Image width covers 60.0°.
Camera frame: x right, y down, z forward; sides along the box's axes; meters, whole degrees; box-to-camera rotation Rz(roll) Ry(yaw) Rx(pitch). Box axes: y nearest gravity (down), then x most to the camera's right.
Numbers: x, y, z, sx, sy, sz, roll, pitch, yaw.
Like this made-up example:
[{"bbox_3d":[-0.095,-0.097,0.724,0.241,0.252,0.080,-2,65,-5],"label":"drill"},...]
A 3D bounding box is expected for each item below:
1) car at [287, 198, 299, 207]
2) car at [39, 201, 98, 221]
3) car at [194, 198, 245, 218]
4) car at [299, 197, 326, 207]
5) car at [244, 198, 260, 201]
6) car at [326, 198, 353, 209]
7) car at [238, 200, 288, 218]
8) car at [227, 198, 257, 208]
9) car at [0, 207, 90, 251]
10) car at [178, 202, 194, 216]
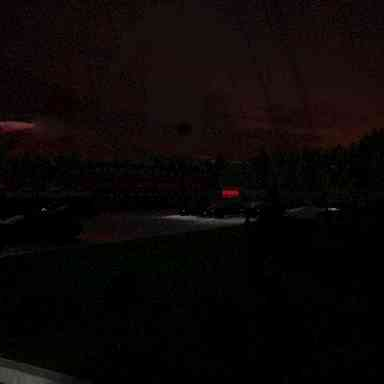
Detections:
[{"bbox_3d":[15.293,1.579,50.097,2.033,1.411,5.357,-1,0,42],"label":"car"},{"bbox_3d":[-10.032,1.709,27.345,1.812,1.442,4.674,-1,0,42],"label":"car"},{"bbox_3d":[2.681,1.606,31.038,1.812,1.442,4.674,-1,0,42],"label":"car"},{"bbox_3d":[17.717,1.494,47.565,2.128,1.511,4.902,-1,0,42],"label":"car"},{"bbox_3d":[8.878,1.683,48.304,1.895,1.301,4.718,-1,0,43],"label":"car"},{"bbox_3d":[20.461,1.542,45.376,1.994,1.385,4.181,-1,0,42],"label":"car"},{"bbox_3d":[6.482,1.643,30.051,1.895,1.301,4.718,-1,0,42],"label":"car"},{"bbox_3d":[7.942,1.653,52.456,2.033,1.411,5.357,-1,0,43],"label":"car"},{"bbox_3d":[-7.235,1.640,14.739,1.812,1.442,4.674,-1,0,42],"label":"car"},{"bbox_3d":[0.509,1.673,33.873,1.994,1.385,4.181,-1,0,42],"label":"car"}]
